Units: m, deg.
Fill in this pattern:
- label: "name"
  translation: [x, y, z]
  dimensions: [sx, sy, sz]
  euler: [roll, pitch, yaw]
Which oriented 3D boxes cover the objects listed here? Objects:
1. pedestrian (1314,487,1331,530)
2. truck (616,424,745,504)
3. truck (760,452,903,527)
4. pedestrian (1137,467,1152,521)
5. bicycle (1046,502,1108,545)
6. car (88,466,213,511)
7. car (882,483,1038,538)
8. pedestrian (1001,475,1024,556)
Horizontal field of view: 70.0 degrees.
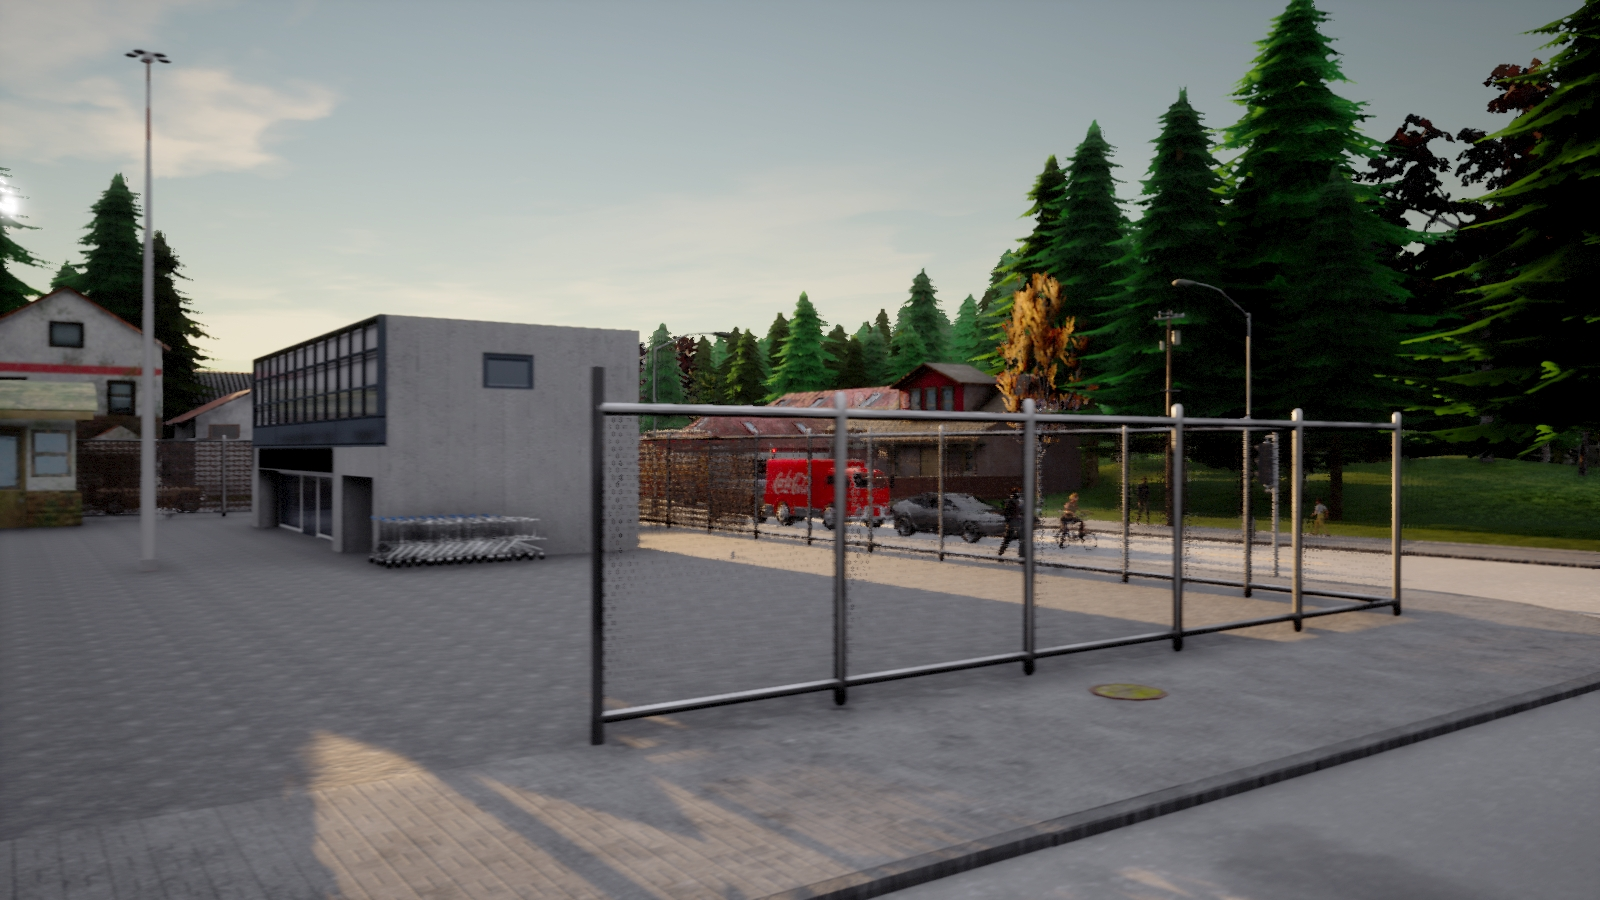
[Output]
- label: "pedestrian"
  translation: [16.205, 1.805, 35.443]
  dimensions: [0.375, 1.300, 0.375]
  euler: [0, 0, -41]
- label: "truck"
  translation: [-6.348, 0.671, 59.118]
  dimensions: [2.891, 3.827, 8.468]
  euler: [0, 0, -35]
- label: "truck"
  translation: [1.061, 1.339, 41.561]
  dimensions: [2.627, 2.467, 5.204]
  euler: [0, 0, -35]
- label: "pedestrian"
  translation: [11.995, 1.524, 39.772]
  dimensions: [0.375, 1.860, 0.375]
  euler: [0, 0, -15]
- label: "bicycle"
  translation: [7.742, 2.036, 31.987]
  dimensions: [0.859, 1.080, 1.487]
  euler: [0, 0, -35]
- label: "car"
  translation: [-28.413, 1.644, 50.025]
  dimensions: [4.605, 1.855, 1.932]
  euler: [0, 0, -34]
- label: "car"
  translation: [4.941, 1.843, 35.989]
  dimensions: [2.163, 1.488, 4.792]
  euler: [0, 0, -35]
- label: "pedestrian"
  translation: [4.972, 1.516, 26.739]
  dimensions: [0.375, 1.860, 0.375]
  euler: [0, 0, -37]
